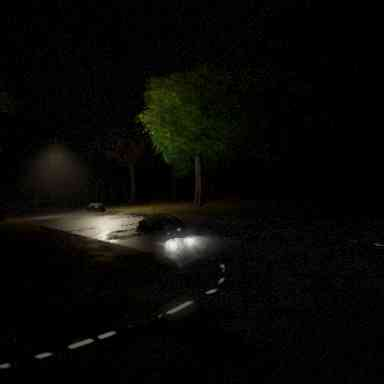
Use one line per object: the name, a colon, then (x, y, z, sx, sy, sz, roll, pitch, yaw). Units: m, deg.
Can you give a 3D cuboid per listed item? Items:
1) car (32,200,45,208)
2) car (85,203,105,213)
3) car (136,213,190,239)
car: (-40.035, 3.104, 86.756, 2.150, 2.045, 5.566, -4, 1, -35)
car: (-15.101, 2.438, 51.661, 2.128, 1.511, 4.902, -4, 1, -35)
car: (-1.915, 2.058, 21.003, 1.994, 1.385, 4.181, -4, 1, -35)
